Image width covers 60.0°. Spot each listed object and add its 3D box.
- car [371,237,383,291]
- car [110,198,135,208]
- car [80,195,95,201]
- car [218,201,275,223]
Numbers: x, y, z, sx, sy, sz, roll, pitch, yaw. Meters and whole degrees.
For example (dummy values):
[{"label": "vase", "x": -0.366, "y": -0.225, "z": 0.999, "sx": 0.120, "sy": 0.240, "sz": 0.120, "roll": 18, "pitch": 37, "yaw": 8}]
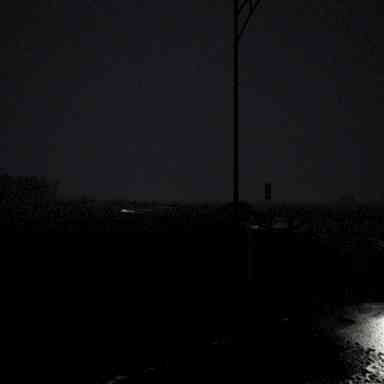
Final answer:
[{"label": "car", "x": 5.769, "y": 1.567, "z": 8.162, "sx": 1.994, "sy": 1.385, "sz": 4.181, "roll": 0, "pitch": 0, "yaw": 34}, {"label": "car", "x": -9.127, "y": 1.505, "z": 43.880, "sx": 1.895, "sy": 1.301, "sz": 4.718, "roll": -1, "pitch": 0, "yaw": -35}, {"label": "car", "x": -21.012, "y": 1.318, "z": 66.883, "sx": 2.128, "sy": 1.511, "sz": 4.902, "roll": -1, "pitch": 0, "yaw": -36}, {"label": "car", "x": 4.060, "y": 1.445, "z": 25.378, "sx": 1.882, "sy": 1.535, "sz": 5.008, "roll": -1, "pitch": 1, "yaw": -35}]
